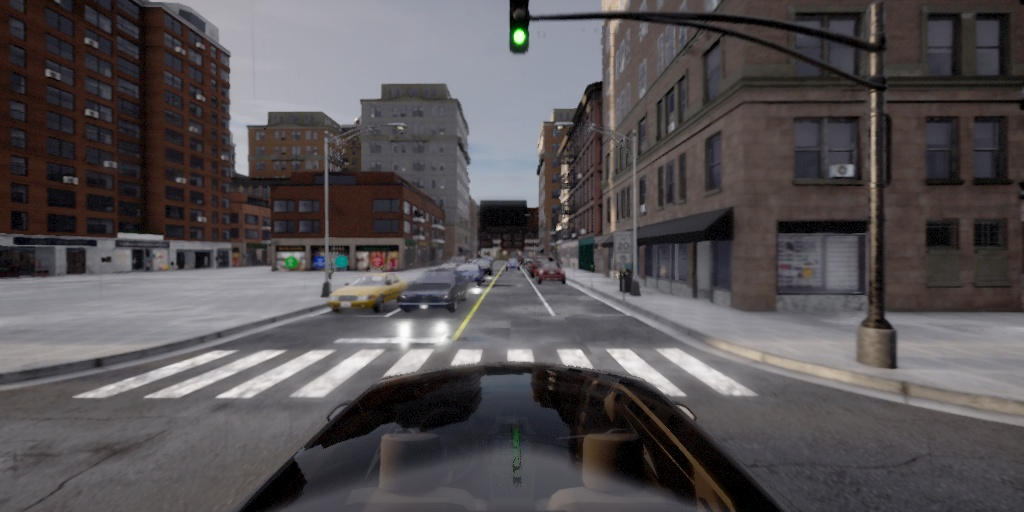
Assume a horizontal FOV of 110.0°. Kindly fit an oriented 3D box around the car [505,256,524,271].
[{"bbox_3d":[0.103,1.125,46.615,2.033,1.411,5.357,0,0,0],"label":"car"}]

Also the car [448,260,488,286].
[{"bbox_3d":[-2.855,1.199,24.348,1.812,1.442,4.674,0,0,0],"label":"car"}]

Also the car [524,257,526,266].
[{"bbox_3d":[2.638,1.108,42.696,1.751,1.417,4.829,0,0,0],"label":"car"}]

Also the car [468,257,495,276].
[{"bbox_3d":[-2.836,1.111,34.838,1.882,1.535,5.008,0,0,0],"label":"car"}]

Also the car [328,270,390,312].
[{"bbox_3d":[-5.389,1.246,14.048,1.751,1.417,4.829,0,0,0],"label":"car"}]

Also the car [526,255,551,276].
[{"bbox_3d":[2.637,0.940,31.202,2.192,1.841,5.009,0,0,0],"label":"car"}]

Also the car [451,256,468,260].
[{"bbox_3d":[-5.388,0.951,36.865,2.192,1.841,5.009,0,0,0],"label":"car"}]

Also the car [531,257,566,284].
[{"bbox_3d":[2.637,1.086,25.540,1.967,1.591,4.097,0,0,0],"label":"car"}]

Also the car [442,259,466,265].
[{"bbox_3d":[-5.388,1.208,31.203,2.007,1.370,4.403,0,0,0],"label":"car"}]

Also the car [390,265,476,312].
[{"bbox_3d":[-2.852,1.258,14.298,2.033,1.411,5.357,0,0,0],"label":"car"}]
